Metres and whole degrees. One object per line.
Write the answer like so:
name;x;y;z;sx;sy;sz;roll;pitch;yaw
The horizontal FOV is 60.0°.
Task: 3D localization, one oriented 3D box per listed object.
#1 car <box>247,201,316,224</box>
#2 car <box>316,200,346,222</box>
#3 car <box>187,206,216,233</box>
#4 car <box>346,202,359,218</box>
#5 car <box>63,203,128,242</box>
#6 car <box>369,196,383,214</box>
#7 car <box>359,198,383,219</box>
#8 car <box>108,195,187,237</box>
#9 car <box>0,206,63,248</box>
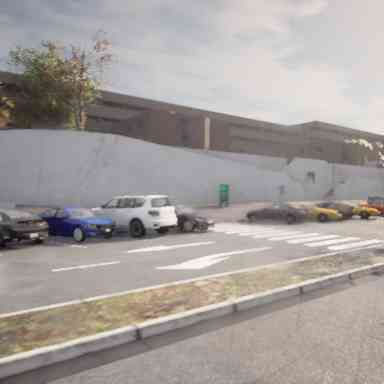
car;6.377;1.542;24.835;4.674;1.452;2.002;-1;-1;35
car;8.959;1.512;26.464;5.366;1.575;1.946;-1;-1;35
car;-0.918;1.474;19.666;4.892;1.521;2.231;-1;-1;35
car;11.211;1.564;28.309;4.792;1.488;2.163;-1;-1;35
car;-5.778;1.464;16.206;5.008;1.535;2.097;-1;-1;35
car;18.555;1.458;33.464;4.553;1.767;2.185;-1;-1;35
car;13.822;1.548;29.920;5.366;1.575;1.946;-1;-1;35
car;-3.375;1.215;17.942;5.566;2.045;2.435;-1;-1;35
car;-8.204;1.464;14.466;4.892;1.521;2.231;-1;0;35
